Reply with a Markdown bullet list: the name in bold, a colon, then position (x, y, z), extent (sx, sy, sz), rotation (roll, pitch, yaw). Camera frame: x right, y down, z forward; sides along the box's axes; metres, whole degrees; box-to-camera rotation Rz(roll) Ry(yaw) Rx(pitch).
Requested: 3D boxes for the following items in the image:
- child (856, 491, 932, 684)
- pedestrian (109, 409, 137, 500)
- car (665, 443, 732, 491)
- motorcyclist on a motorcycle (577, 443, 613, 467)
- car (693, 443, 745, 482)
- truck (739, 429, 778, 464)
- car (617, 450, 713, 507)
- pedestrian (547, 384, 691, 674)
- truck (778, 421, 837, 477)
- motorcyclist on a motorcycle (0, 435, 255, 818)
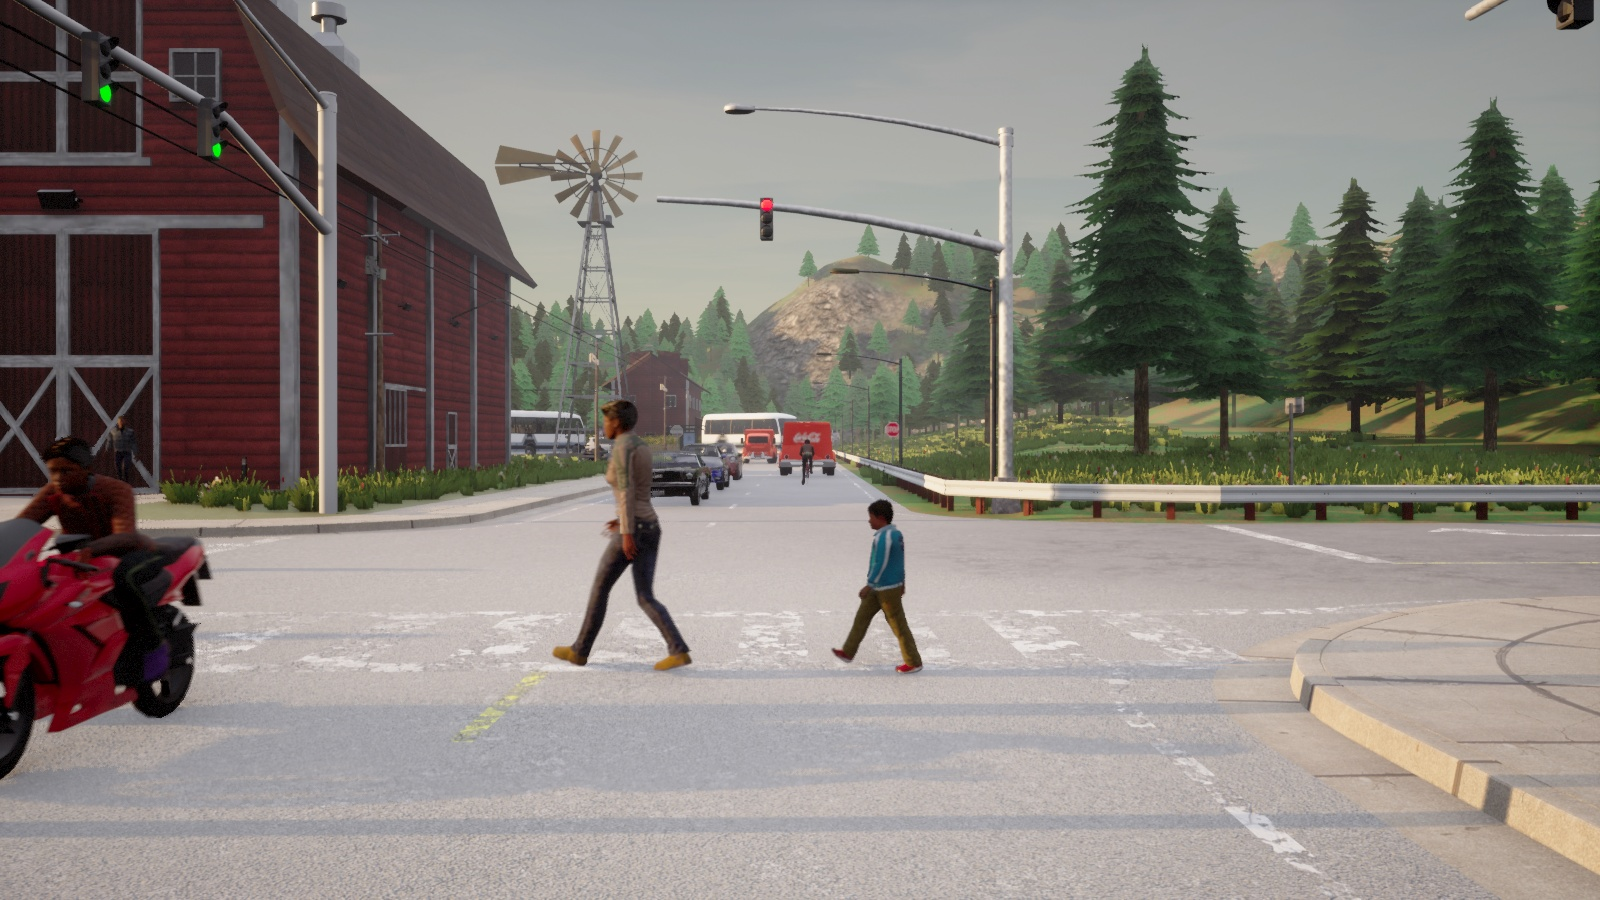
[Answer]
- **child**: position (0.609, 0.872, 8.105), extent (0.448, 1.192, 0.343), rotation (0, 0, 12)
- **pedestrian**: position (-14.802, 0.093, 27.456), extent (0.423, 1.949, 0.788), rotation (0, 0, -20)
- **car**: position (-3.259, 0.526, 40.978), extent (1.816, 1.474, 4.193), rotation (0, 0, 0)
- **motorcyclist on a motorcycle**: position (-12.995, 0.322, 79.571), extent (2.191, 1.530, 0.866), rotation (0, 0, -2)
- **car**: position (-3.208, 0.474, 50.183), extent (1.845, 1.501, 3.633), rotation (0, 0, 0)
- **truck**: position (-2.972, -0.273, 91.550), extent (2.627, 2.467, 5.204), rotation (0, 1, 0)
- **car**: position (-3.310, 0.665, 31.709), extent (1.895, 1.301, 4.718), rotation (0, 0, 0)
- **pedestrian**: position (-1.173, 0.490, 8.137), extent (0.869, 1.805, 0.328), rotation (0, 0, 22)
- **truck**: position (0.337, -0.067, 58.282), extent (2.627, 2.467, 5.204), rotation (0, 0, 0)
- **motorcyclist on a motorcycle**: position (-3.487, 0.692, 6.023), extent (0.797, 1.523, 2.044), rotation (0, 0, 2)
